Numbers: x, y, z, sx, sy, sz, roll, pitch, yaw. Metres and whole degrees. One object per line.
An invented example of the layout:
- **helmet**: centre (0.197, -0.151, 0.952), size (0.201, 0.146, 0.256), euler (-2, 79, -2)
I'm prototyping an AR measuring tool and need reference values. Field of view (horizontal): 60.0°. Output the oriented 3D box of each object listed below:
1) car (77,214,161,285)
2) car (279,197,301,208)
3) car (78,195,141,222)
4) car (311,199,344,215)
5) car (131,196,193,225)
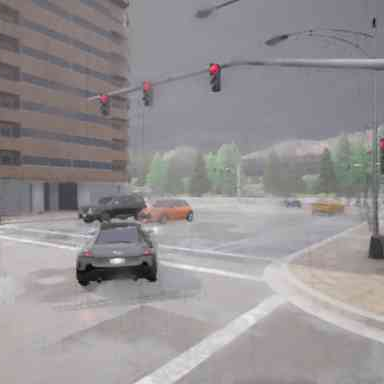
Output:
- **car**: centre (-2.049, 1.579, 9.702), size (1.994, 1.385, 4.181), euler (-1, 0, -9)
- **car**: centre (13.455, 1.438, 45.560), size (1.812, 1.442, 4.674), euler (0, 0, -1)
- **car**: centre (-5.807, 1.266, 25.150), size (2.150, 2.045, 5.566), euler (0, 0, 36)
- **car**: centre (13.308, 1.409, 32.527), size (1.882, 1.535, 5.008), euler (0, 0, 41)
- **car**: centre (-1.889, 1.372, 24.539), size (2.097, 1.767, 4.553), euler (0, 0, 37)
